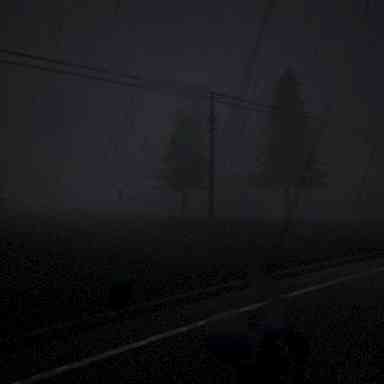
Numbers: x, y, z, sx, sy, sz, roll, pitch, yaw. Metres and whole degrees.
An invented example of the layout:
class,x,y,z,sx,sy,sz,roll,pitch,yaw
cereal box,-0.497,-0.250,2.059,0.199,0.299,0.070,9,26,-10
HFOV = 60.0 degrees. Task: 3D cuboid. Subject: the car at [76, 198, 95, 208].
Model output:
class,x,y,z,sx,sy,sz,roll,pitch,yaw
car,-16.444,1.670,51.346,1.837,1.490,4.892,1,-1,-34
